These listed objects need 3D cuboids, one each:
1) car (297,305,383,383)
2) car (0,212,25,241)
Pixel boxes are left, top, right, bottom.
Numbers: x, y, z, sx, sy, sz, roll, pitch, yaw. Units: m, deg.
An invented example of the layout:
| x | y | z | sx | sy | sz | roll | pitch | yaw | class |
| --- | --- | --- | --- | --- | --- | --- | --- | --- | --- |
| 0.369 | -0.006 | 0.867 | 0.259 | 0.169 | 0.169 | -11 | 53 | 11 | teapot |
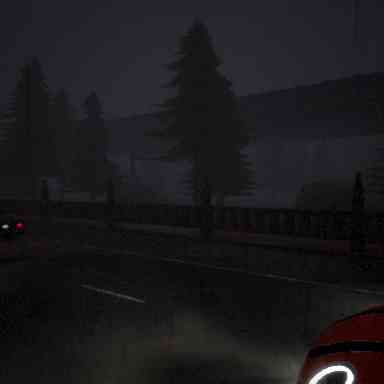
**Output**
| x | y | z | sx | sy | sz | roll | pitch | yaw | class |
| --- | --- | --- | --- | --- | --- | --- | --- | --- | --- |
| 2.941 | 1.360 | 1.895 | 4.553 | 1.767 | 2.097 | 0 | 0 | 35 | car |
| -9.722 | 1.447 | 14.854 | 5.357 | 1.411 | 2.033 | 0 | 0 | 32 | car |
